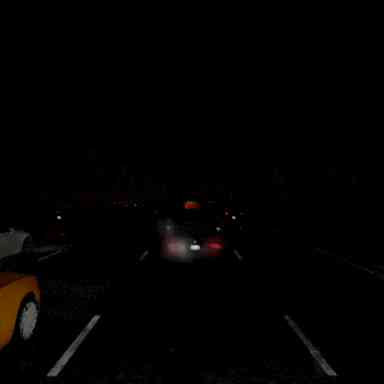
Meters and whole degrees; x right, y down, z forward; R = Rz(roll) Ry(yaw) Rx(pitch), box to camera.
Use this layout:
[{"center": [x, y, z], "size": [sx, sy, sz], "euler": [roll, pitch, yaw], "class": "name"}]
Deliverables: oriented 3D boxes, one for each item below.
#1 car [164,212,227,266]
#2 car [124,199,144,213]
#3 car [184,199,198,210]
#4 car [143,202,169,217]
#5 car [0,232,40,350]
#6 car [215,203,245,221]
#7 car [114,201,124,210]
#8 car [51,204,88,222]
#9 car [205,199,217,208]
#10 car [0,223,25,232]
[{"center": [0.074, 1.655, 12.009], "size": [2.033, 1.411, 5.357], "euler": [0, 0, 0], "class": "car"}, {"center": [-7.064, 1.741, 43.620], "size": [2.097, 1.767, 4.553], "euler": [0, -1, 0], "class": "car"}, {"center": [-0.101, 1.814, 51.892], "size": [2.097, 1.767, 4.553], "euler": [0, -1, 0], "class": "car"}, {"center": [-3.530, 1.810, 35.560], "size": [2.128, 1.511, 4.902], "euler": [0, 0, 0], "class": "car"}, {"center": [-3.403, 1.510, 3.446], "size": [1.882, 1.535, 5.008], "euler": [0, 0, 0], "class": "car"}, {"center": [3.495, 1.869, 30.148], "size": [1.895, 1.301, 4.718], "euler": [0, -1, 0], "class": "car"}, {"center": [-10.599, 2.060, 51.391], "size": [1.895, 1.301, 4.718], "euler": [0, 0, 0], "class": "car"}, {"center": [-10.499, 1.764, 28.662], "size": [1.837, 1.490, 4.892], "euler": [0, 0, 0], "class": "car"}, {"center": [3.370, 2.010, 58.546], "size": [2.128, 1.511, 4.902], "euler": [0, -1, 0], "class": "car"}, {"center": [-6.921, 1.623, 10.673], "size": [1.812, 1.442, 4.674], "euler": [0, 0, 0], "class": "car"}]
